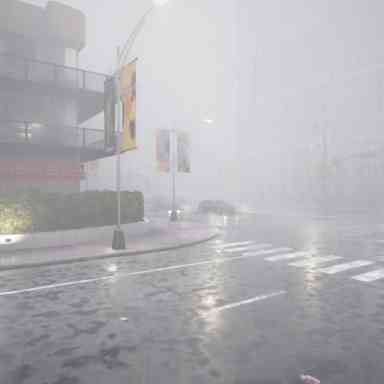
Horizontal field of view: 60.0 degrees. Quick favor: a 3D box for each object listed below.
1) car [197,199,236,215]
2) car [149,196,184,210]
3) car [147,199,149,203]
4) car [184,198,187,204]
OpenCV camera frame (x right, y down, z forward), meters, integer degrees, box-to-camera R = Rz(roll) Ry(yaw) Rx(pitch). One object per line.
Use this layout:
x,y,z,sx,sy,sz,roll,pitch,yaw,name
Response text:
2.451,1.505,33.846,1.837,1.490,4.892,0,0,-35,car
-3.324,1.564,42.115,1.994,1.385,4.181,0,0,-35,car
-6.023,1.491,59.267,4.902,1.511,2.128,0,0,42,car
-2.419,1.547,62.047,2.033,1.411,5.357,0,0,-19,car
